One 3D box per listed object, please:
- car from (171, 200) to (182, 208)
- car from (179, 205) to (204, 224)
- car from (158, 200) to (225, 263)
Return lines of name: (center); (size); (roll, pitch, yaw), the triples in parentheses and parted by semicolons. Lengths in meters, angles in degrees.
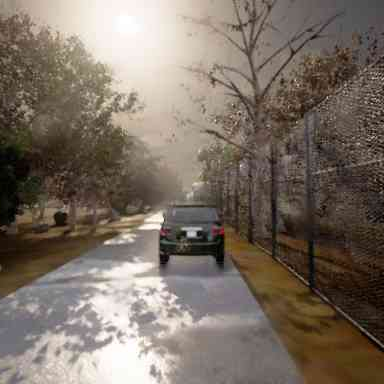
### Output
car: (-3.070, 2.366, 65.033); (1.882, 1.535, 5.008); (0, -1, 0)
car: (-0.041, 1.864, 28.362); (1.994, 1.385, 4.181); (0, -1, 0)
car: (-0.003, 1.359, 12.618); (2.150, 2.045, 5.566); (0, 0, 0)
